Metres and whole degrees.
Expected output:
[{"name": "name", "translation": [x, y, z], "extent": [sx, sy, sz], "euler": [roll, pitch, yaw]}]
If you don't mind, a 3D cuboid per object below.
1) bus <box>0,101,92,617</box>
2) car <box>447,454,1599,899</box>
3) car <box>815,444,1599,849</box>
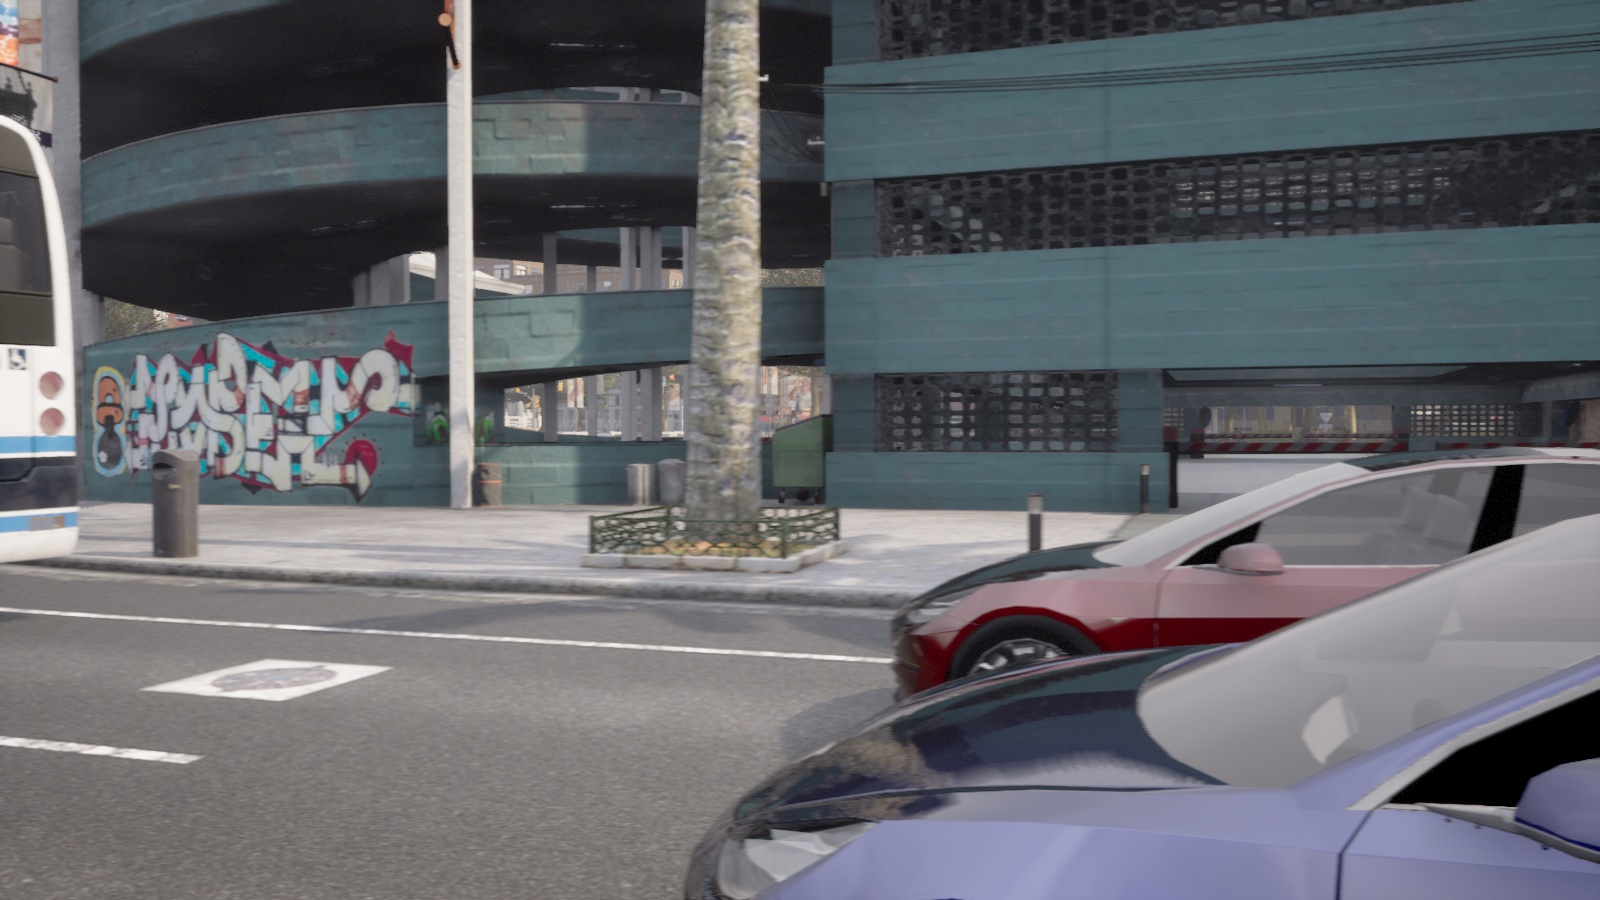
[{"name": "bus", "translation": [-11.754, -0.778, 11.505], "extent": [10.273, 4.253, 3.944], "euler": [1, 1, 25]}, {"name": "car", "translation": [1.980, 0.793, 2.527], "extent": [4.792, 1.488, 2.163], "euler": [1, 1, 19]}, {"name": "car", "translation": [2.685, 0.741, 5.982], "extent": [4.792, 1.488, 2.163], "euler": [1, 1, 19]}]
